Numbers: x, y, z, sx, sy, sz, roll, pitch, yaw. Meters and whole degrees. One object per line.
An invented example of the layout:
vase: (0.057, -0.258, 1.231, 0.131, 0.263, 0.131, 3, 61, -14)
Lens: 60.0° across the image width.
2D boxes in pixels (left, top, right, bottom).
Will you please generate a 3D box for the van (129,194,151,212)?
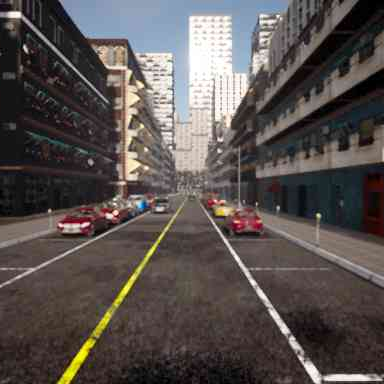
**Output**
van: (-5.674, 1.213, 34.483, 1.690, 1.788, 3.998, -1, 0, 0)

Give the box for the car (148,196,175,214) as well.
car: (-3.007, 1.404, 33.526, 1.812, 1.442, 4.674, 0, 0, 0)

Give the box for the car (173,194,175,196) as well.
car: (-5.711, 1.238, 84.902, 2.008, 1.369, 4.403, -1, 0, 0)

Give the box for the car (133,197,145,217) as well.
car: (-5.670, 1.443, 28.882, 2.008, 1.369, 4.403, -1, 0, 0)

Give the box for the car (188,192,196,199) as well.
car: (-0.010, 0.945, 84.263, 2.097, 1.767, 4.553, 0, 0, 0)

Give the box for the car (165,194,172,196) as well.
car: (-5.708, 1.330, 68.096, 1.802, 1.307, 4.206, -1, 0, 0)

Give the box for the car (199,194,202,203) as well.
car: (2.670, 1.123, 51.262, 2.192, 1.841, 5.009, -1, 0, 0)

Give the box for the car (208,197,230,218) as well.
car: (2.677, 1.416, 29.024, 1.752, 1.417, 4.829, -1, 0, 0)

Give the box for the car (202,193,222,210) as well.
car: (2.672, 1.165, 40.058, 2.192, 1.841, 5.009, -1, 0, 0)

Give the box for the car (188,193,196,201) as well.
car: (-0.009, 1.212, 74.253, 1.837, 1.490, 4.892, 0, 0, 0)

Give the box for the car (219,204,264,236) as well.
car: (2.679, 1.515, 17.650, 1.802, 1.307, 4.206, -1, 0, 0)

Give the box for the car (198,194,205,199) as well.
car: (2.668, 1.191, 90.646, 1.752, 1.417, 4.829, -1, 0, 0)

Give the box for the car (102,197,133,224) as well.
car: (-5.671, 1.354, 23.279, 1.967, 1.590, 4.097, -1, 0, 0)

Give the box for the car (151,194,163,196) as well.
car: (-5.699, 1.145, 45.687, 2.192, 1.841, 5.009, -1, 0, 0)

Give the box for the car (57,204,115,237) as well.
car: (-5.668, 1.516, 17.678, 1.802, 1.307, 4.206, -1, 0, 0)
